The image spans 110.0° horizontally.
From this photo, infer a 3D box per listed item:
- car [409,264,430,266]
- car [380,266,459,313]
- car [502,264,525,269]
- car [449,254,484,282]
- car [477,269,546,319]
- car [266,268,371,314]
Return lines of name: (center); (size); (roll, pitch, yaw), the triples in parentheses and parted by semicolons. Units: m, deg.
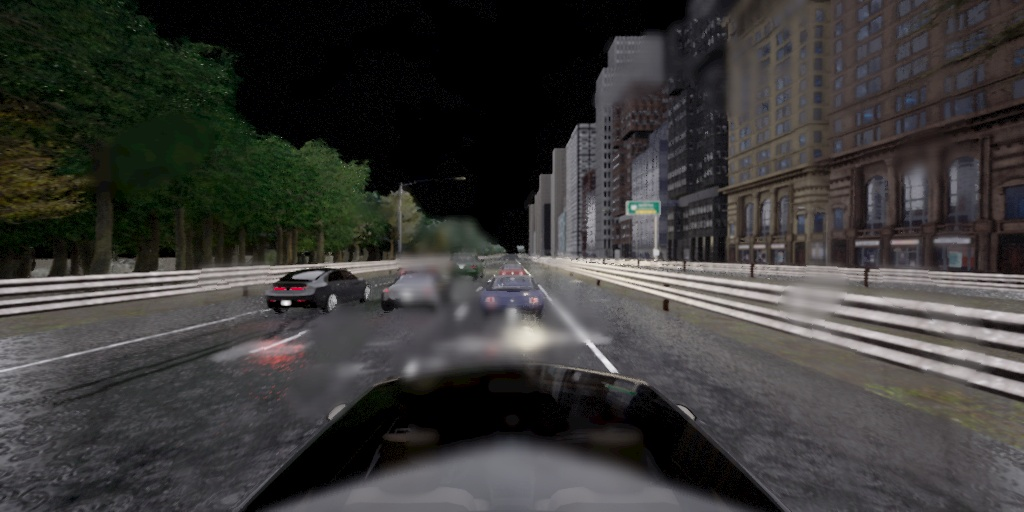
car: (-6.952, 1.240, 27.444); (1.895, 1.301, 4.718); (0, 0, 0)
car: (-3.438, 1.257, 13.752); (1.994, 1.385, 4.181); (0, 0, 0)
car: (0.048, 1.240, 27.420); (1.895, 1.301, 4.718); (0, 0, 0)
car: (-3.449, 0.862, 27.742); (2.150, 2.045, 5.566); (0, 1, 0)
car: (0.056, 1.300, 12.412); (1.895, 1.301, 4.718); (0, 0, 0)
car: (-6.939, 1.199, 13.457); (1.837, 1.490, 4.892); (0, 0, 0)
